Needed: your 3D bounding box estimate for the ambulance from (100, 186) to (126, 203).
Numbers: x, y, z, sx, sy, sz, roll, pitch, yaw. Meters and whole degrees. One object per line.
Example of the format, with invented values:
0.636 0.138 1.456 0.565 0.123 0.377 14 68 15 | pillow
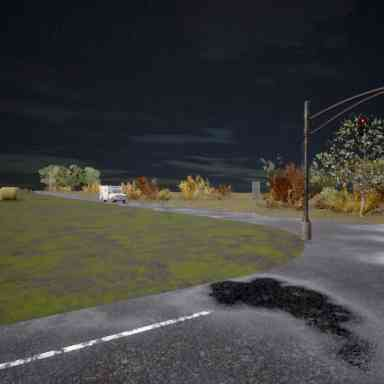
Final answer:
-11.912 0.341 50.044 2.351 2.431 6.366 2 0 -32 | ambulance
